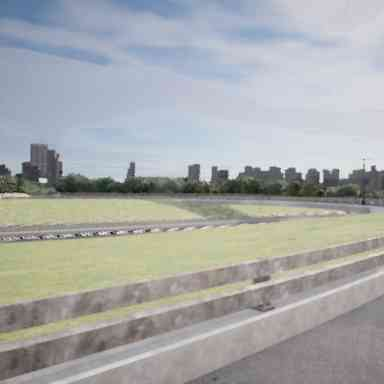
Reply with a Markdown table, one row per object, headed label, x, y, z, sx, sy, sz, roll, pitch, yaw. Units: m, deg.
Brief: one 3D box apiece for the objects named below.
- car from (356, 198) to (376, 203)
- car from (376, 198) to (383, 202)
| label | x | y | z | sx | sy | sz | roll | pitch | yaw |
| --- | --- | --- | --- | --- | --- | --- | --- | --- | --- |
| car | 42.556 | 2.229 | 82.634 | 2.033 | 1.411 | 5.357 | 0 | 0 | 0 |
| car | 46.045 | 2.233 | 81.572 | 1.994 | 1.385 | 4.181 | 0 | 0 | 0 |
